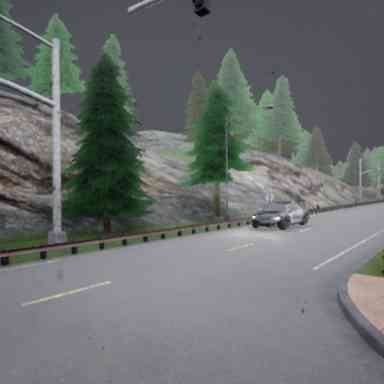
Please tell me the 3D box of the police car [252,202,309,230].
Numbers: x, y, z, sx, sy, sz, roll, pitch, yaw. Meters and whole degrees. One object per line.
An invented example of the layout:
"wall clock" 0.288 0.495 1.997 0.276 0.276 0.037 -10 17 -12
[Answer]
"police car" 5.348 1.389 20.123 2.038 1.542 4.974 -1 0 38
